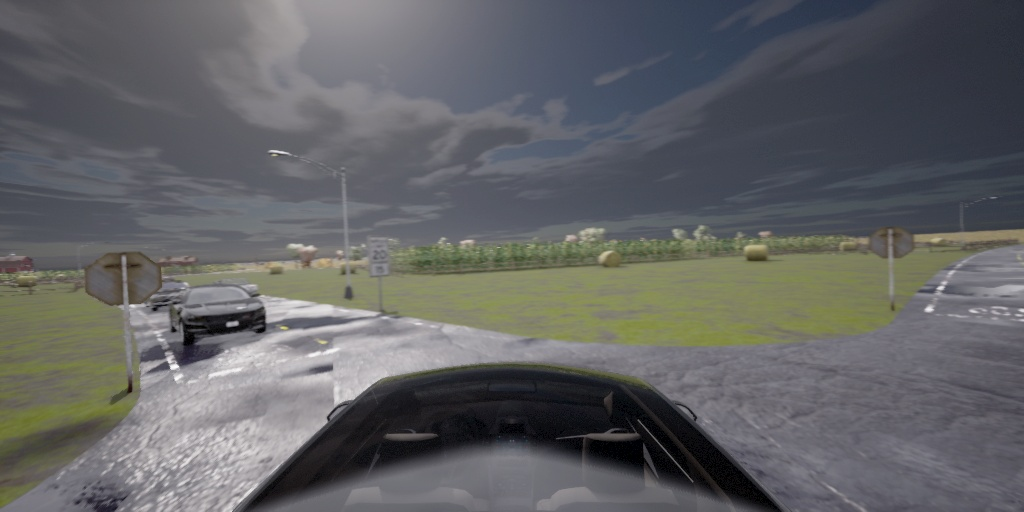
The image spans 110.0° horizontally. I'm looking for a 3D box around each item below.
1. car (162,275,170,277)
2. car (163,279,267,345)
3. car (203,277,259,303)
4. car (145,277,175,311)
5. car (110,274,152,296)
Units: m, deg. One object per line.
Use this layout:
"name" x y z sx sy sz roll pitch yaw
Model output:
"car" -38.163 2.838 38.859 5.008 1.535 1.882 -2 0 38
"car" -9.323 1.627 11.270 5.008 1.535 1.882 -2 0 42
"car" -18.095 2.105 23.010 4.718 1.301 1.895 -2 0 40
"car" -18.626 2.090 19.588 5.357 1.411 2.033 -2 0 41
"car" -34.717 2.582 32.650 4.553 1.767 2.097 -2 0 37
